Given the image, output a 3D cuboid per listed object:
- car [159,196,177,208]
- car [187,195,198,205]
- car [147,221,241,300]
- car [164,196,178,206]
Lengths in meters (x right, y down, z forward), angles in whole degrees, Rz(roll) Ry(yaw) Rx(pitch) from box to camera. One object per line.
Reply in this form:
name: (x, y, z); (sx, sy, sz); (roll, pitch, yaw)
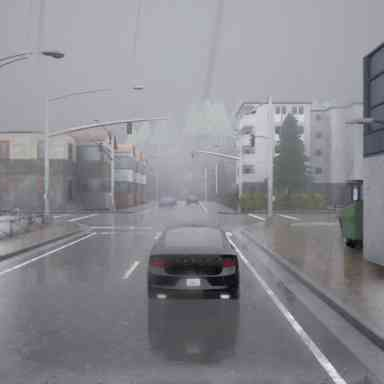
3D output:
car: (-3.599, 1.477, 47.443); (1.882, 1.535, 5.008); (0, 0, 0)
car: (0.096, 1.352, 60.280); (2.097, 1.767, 4.553); (0, 0, 0)
car: (0.049, 1.478, 8.475); (1.882, 1.535, 5.008); (0, 0, 1)
car: (-3.579, 1.491, 57.794); (2.128, 1.511, 4.902); (0, 0, 0)
